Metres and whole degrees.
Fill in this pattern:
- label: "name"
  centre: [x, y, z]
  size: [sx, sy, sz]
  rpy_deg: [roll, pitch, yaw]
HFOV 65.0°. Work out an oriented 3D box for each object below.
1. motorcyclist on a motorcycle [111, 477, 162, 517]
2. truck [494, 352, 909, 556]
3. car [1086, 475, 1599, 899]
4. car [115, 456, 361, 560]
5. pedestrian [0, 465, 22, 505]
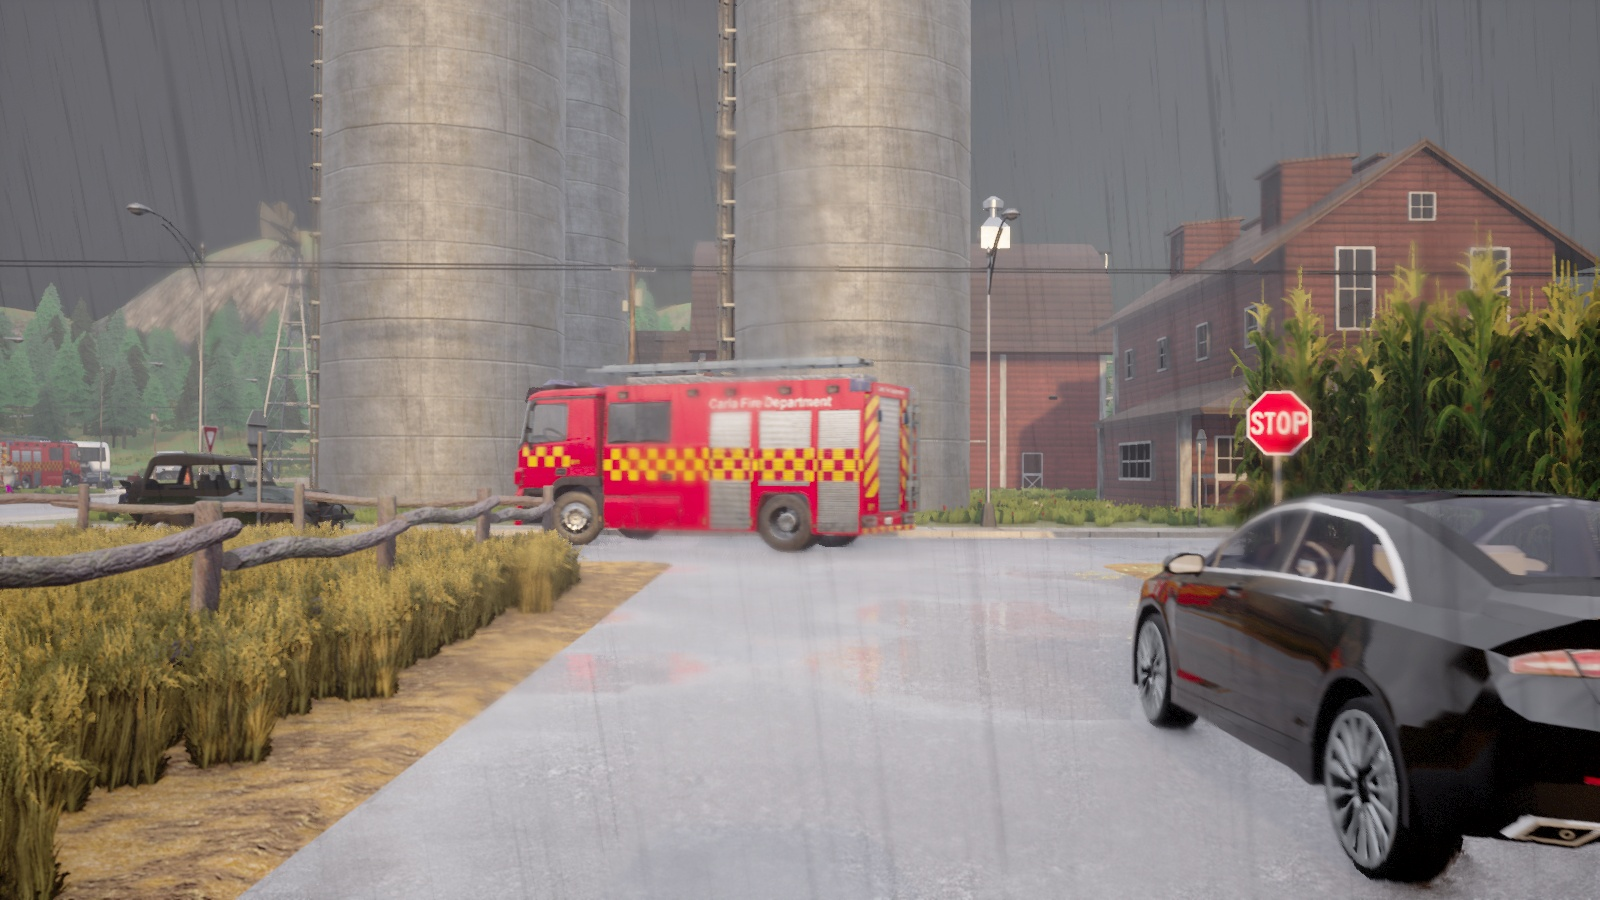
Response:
- label: "motorcyclist on a motorcycle"
  centre: [-26.143, 1.822, 49.510]
  size: [0.866, 1.530, 2.191]
  rpy_deg: [0, -1, -1]
- label: "truck"
  centre: [-2.188, 0.138, 26.740]
  size: [8.468, 3.827, 2.891]
  rpy_deg: [-1, -1, 25]
- label: "car"
  centre: [3.085, 0.888, 6.381]
  size: [2.128, 1.511, 4.902]
  rpy_deg: [0, -1, 0]
- label: "car"
  centre: [-10.730, 1.090, 24.182]
  size: [3.866, 1.878, 1.905]
  rpy_deg: [0, -1, 0]
- label: "pedestrian"
  centre: [-38.572, 1.693, 61.294]
  size: [0.659, 1.952, 0.873]
  rpy_deg: [0, -1, -3]
